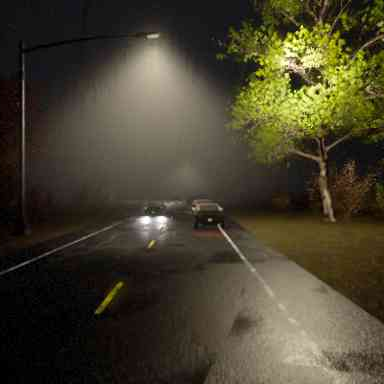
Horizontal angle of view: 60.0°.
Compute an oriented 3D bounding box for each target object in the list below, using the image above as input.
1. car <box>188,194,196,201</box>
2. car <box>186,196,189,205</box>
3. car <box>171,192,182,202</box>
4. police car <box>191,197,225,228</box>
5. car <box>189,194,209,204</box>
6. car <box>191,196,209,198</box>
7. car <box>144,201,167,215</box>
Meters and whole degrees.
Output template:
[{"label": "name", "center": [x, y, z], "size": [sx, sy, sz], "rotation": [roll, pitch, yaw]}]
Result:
[{"label": "car", "center": [-0.003, 1.241, 73.004], "size": [1.882, 1.535, 5.008], "rotation": [0, 0, 0]}, {"label": "car", "center": [-0.002, 1.466, 55.907], "size": [1.837, 1.490, 4.892], "rotation": [0, 0, 0]}, {"label": "car", "center": [-3.503, 1.111, 75.394], "size": [2.150, 2.045, 5.566], "rotation": [0, 0, 0]}, {"label": "police car", "center": [1.050, 1.412, 22.011], "size": [1.930, 1.638, 5.238], "rotation": [0, 0, 0]}, {"label": "car", "center": [1.048, 1.199, 37.933], "size": [2.150, 2.045, 5.566], "rotation": [0, 0, 0]}, {"label": "car", "center": [1.049, 1.457, 31.902], "size": [1.882, 1.535, 5.008], "rotation": [0, 0, 0]}, {"label": "car", "center": [-3.597, 1.579, 33.191], "size": [1.895, 1.301, 4.718], "rotation": [0, 0, 0]}]
